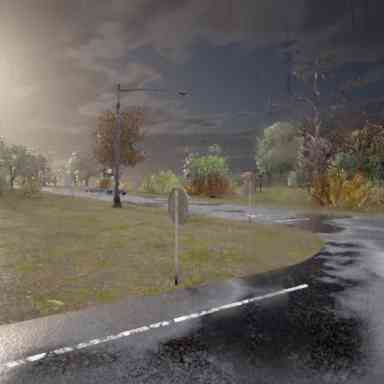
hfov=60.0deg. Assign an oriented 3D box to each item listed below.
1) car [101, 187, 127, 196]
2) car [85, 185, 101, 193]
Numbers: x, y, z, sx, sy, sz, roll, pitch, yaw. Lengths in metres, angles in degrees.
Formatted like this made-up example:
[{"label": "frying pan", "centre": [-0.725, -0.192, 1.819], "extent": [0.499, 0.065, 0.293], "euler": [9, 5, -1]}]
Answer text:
[{"label": "car", "centre": [-11.917, -0.120, 51.718], "extent": [1.895, 1.301, 4.718], "euler": [0, 2, -36]}, {"label": "car", "centre": [-17.734, -0.550, 59.815], "extent": [2.128, 1.511, 4.902], "euler": [0, 2, -36]}]
